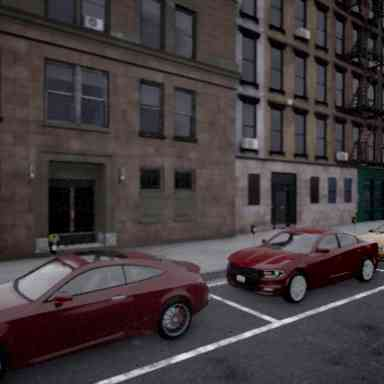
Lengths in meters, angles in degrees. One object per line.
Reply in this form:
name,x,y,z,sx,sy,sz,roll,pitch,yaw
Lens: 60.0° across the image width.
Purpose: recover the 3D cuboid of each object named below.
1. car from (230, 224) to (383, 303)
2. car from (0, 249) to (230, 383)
car,2.850,1.560,8.221,4.507,1.381,1.887,0,0,-36
car,-1.642,1.585,5.016,4.206,1.307,1.802,0,0,-36
